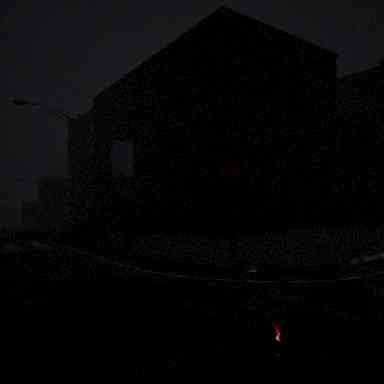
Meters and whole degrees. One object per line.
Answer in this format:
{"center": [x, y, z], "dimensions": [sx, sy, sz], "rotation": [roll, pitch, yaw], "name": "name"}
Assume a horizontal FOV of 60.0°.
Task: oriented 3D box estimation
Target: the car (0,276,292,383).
{"center": [-1.057, 1.560, 2.917], "dimensions": [4.181, 1.385, 1.994], "rotation": [0, 0, -35], "name": "car"}
